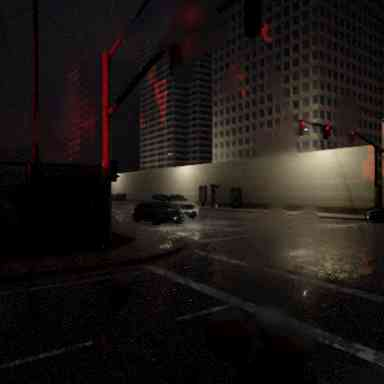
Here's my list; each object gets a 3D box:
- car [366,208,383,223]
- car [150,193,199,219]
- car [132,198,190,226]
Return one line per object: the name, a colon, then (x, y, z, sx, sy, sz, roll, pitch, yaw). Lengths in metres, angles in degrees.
car: (14.050, 1.399, 21.653, 4.902, 1.511, 2.128, 0, 1, 6)
car: (-1.726, 1.128, 27.898, 2.150, 2.045, 5.566, 0, 0, -35)
car: (-2.455, 1.419, 22.887, 1.837, 1.490, 4.892, 0, 0, -35)
